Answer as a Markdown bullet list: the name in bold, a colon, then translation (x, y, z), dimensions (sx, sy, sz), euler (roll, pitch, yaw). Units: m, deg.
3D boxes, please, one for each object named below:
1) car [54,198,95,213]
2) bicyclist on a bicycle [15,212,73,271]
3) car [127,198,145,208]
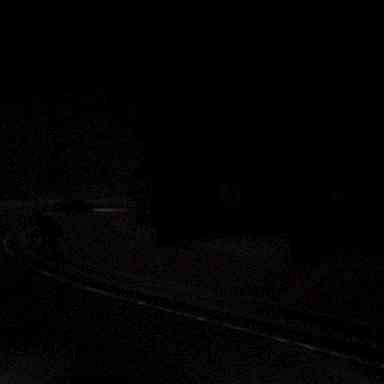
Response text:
- **car**: translation (-13.022, 1.454, 37.166), dimensions (1.882, 1.535, 5.008), euler (0, 0, 25)
- **bicyclist on a bicycle**: translation (-4.260, 1.391, 9.659), dimensions (1.656, 1.620, 0.582), euler (-2, 1, -45)
- **car**: translation (-6.028, 1.455, 42.536), dimensions (1.882, 1.535, 5.008), euler (0, 0, 36)
